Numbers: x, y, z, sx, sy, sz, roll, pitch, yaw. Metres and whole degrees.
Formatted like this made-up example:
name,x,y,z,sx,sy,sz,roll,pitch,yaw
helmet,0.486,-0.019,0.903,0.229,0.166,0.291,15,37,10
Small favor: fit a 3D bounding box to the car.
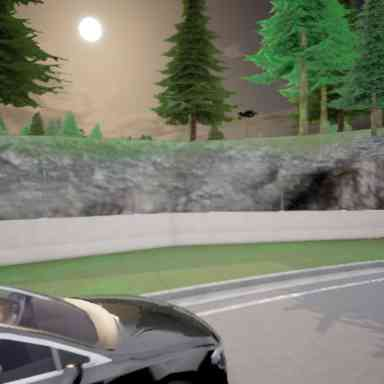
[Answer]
name,x,y,z,sx,sy,sz,roll,pitch,yaw
car,-1.877,1.460,2.405,4.902,1.511,2.128,0,0,-36
